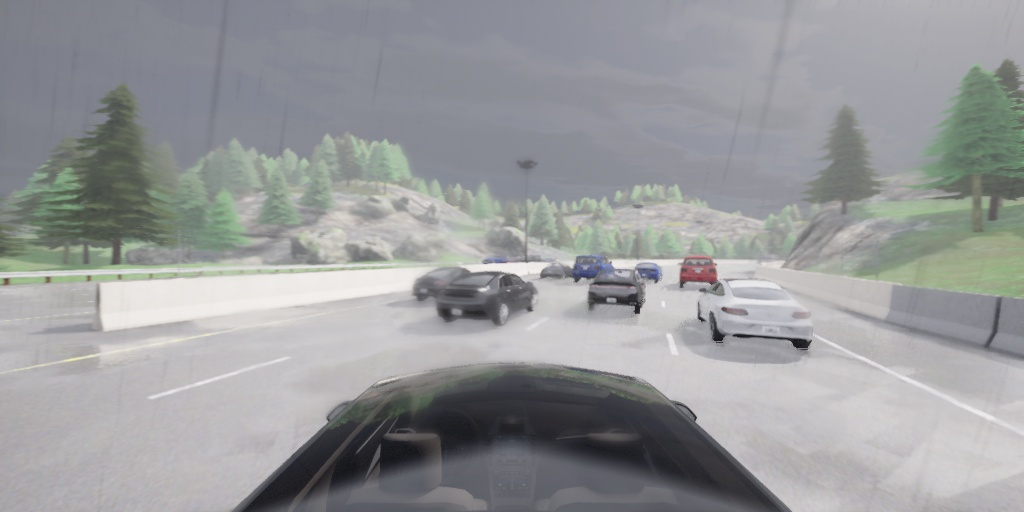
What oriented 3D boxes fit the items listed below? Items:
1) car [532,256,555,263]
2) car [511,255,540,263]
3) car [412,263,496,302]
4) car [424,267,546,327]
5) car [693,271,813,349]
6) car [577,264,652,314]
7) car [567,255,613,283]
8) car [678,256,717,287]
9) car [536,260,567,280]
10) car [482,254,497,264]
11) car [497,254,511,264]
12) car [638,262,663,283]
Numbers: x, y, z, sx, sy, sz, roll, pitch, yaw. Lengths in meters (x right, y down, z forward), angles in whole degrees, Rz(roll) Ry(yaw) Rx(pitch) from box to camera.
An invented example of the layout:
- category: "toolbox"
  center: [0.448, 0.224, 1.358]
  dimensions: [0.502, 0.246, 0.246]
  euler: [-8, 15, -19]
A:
- category: "car"
  center: [5.512, 1.109, 54.757]
  dimensions: [1.882, 1.535, 5.008]
  euler: [1, 0, 33]
- category: "car"
  center: [2.705, 0.819, 56.859]
  dimensions: [2.150, 2.045, 5.566]
  euler: [1, 0, 33]
- category: "car"
  center: [-2.565, 1.205, 16.027]
  dimensions: [1.812, 1.442, 4.674]
  euler: [1, 0, 22]
- category: "car"
  center: [-0.566, 1.218, 11.629]
  dimensions: [1.837, 1.490, 4.892]
  euler: [1, 0, 21]
- category: "car"
  center: [6.057, 1.311, 9.361]
  dimensions: [1.812, 1.442, 4.674]
  euler: [1, 0, 22]
- category: "car"
  center: [4.219, 1.244, 14.113]
  dimensions: [2.128, 1.511, 4.902]
  euler: [1, 0, 22]
- category: "car"
  center: [6.307, 0.953, 27.440]
  dimensions: [2.150, 2.045, 5.566]
  euler: [1, 1, 27]
- category: "car"
  center: [12.613, 1.025, 24.405]
  dimensions: [2.150, 2.045, 5.566]
  euler: [1, 1, 27]
- category: "car"
  center: [3.973, 1.260, 30.564]
  dimensions: [1.994, 1.385, 4.181]
  euler: [1, 0, 27]
- category: "car"
  center: [-2.833, 0.750, 61.167]
  dimensions: [2.150, 2.045, 5.566]
  euler: [1, 0, 33]
- category: "car"
  center: [0.053, 0.915, 59.162]
  dimensions: [2.097, 1.767, 4.553]
  euler: [1, 0, 33]
- category: "car"
  center: [10.865, 1.247, 28.689]
  dimensions: [1.882, 1.535, 5.008]
  euler: [1, 0, 27]
